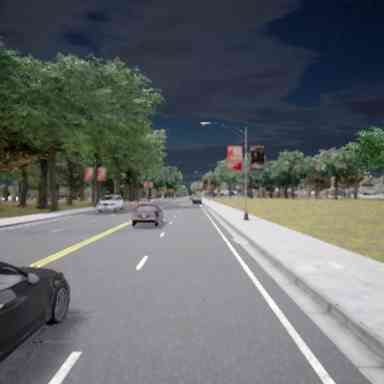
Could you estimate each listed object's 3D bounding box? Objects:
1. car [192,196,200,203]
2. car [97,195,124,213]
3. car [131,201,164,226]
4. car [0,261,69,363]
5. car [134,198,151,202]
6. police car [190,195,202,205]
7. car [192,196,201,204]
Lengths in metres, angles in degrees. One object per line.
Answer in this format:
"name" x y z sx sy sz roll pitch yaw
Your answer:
"car" 1.011 1.856 81.530 1.801 1.575 5.366 0 0 0
"car" -9.823 1.398 40.526 2.150 2.045 5.566 0 0 0
"car" -3.142 1.651 24.264 2.033 1.411 5.357 0 0 0
"car" -3.148 1.544 4.192 1.812 1.442 4.674 0 0 0
"car" -6.561 1.548 44.685 2.097 1.767 4.553 0 0 0
"police car" 1.004 1.733 65.449 1.930 1.638 5.238 0 0 0
"car" 1.008 1.820 75.529 1.801 1.575 5.366 0 0 0
